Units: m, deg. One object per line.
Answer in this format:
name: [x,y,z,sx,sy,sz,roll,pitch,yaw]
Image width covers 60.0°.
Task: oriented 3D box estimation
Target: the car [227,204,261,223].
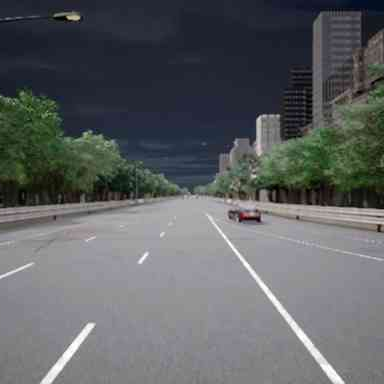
car: [4.448,1.808,28.726,2.163,1.488,4.792,0,-1,-8]
